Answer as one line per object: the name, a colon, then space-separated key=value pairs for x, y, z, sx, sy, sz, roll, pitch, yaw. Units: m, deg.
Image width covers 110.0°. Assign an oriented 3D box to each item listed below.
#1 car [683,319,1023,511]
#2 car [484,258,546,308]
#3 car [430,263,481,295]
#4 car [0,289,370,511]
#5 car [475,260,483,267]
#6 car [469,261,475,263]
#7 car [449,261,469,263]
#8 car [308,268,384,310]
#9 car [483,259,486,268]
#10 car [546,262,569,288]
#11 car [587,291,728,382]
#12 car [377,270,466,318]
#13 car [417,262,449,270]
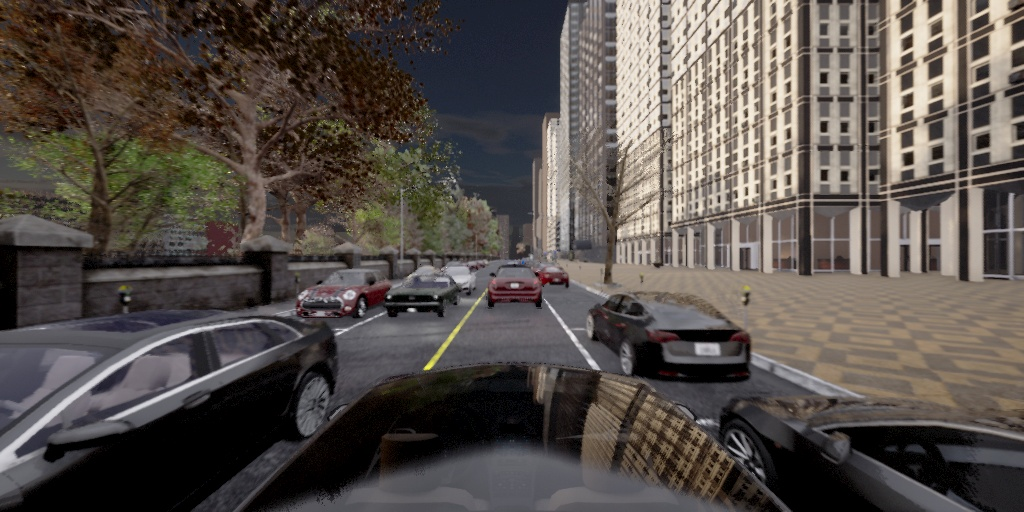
car: x=2.688 y=1.316 z=1.382 sx=1.948 sy=1.339 sz=4.313 roll=0 pitch=0 yaw=0
car: x=0.104 y=1.116 z=15.366 sx=2.097 sy=1.767 sz=4.553 roll=0 pitch=0 yaw=0
car: x=-2.995 y=1.296 z=19.835 sx=1.812 sy=1.442 sz=4.674 roll=0 pitch=0 yaw=0
car: x=-3.089 y=1.243 z=2.564 sx=2.128 sy=1.511 sz=4.902 roll=0 pitch=0 yaw=0
car: x=-5.675 y=1.366 z=52.075 sx=1.888 sy=1.381 sz=4.507 roll=0 pitch=0 yaw=0
car: x=-5.679 y=1.346 z=40.810 sx=1.888 sy=1.381 sz=4.507 roll=0 pitch=0 yaw=0
car: x=-5.680 y=1.232 z=35.178 sx=1.967 sy=1.591 sz=4.097 roll=0 pitch=0 yaw=0
car: x=-5.688 y=1.200 z=12.650 sx=1.967 sy=1.591 sz=4.097 roll=0 pitch=0 yaw=0
car: x=-5.671 y=1.389 z=63.339 sx=1.888 sy=1.381 sz=4.507 roll=0 pitch=0 yaw=0
car: x=2.697 y=1.320 z=23.912 sx=1.888 sy=1.381 sz=4.507 roll=0 pitch=0 yaw=0
car: x=2.690 y=1.321 z=7.014 sx=1.948 sy=1.339 sz=4.313 roll=0 pitch=0 yaw=0
car: x=-3.075 y=1.362 z=13.247 sx=1.895 sy=1.301 sz=4.718 roll=0 pitch=0 yaw=0
car: x=-5.684 y=1.300 z=23.745 sx=1.751 sy=1.417 sz=4.829 roll=0 pitch=0 yaw=0
